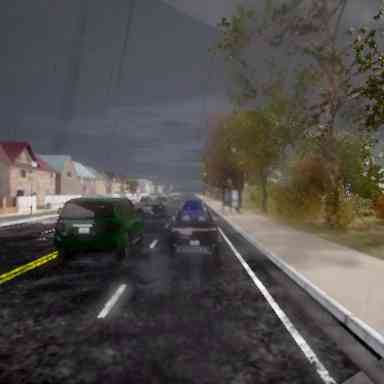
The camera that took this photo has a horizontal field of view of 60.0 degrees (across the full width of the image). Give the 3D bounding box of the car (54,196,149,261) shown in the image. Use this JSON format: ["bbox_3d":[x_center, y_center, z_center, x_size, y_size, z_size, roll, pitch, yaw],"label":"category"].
[{"bbox_3d":[-3.149,1.203,12.397,2.150,2.045,5.566,0,0,0],"label":"car"}]

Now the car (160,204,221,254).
[{"bbox_3d":[0.095,1.471,13.423,2.128,1.511,4.902,0,0,0],"label":"car"}]

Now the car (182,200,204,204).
[{"bbox_3d":[0.108,1.436,30.566,1.882,1.535,5.008,0,0,0],"label":"car"}]

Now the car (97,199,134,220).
[{"bbox_3d":[-6.588,1.452,29.144,2.128,1.511,4.902,0,0,0],"label":"car"}]

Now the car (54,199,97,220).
[{"bbox_3d":[-9.838,1.439,28.565,1.882,1.535,5.008,0,0,0],"label":"car"}]

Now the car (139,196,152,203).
[{"bbox_3d":[-9.729,1.458,69.615,1.994,1.385,4.181,0,0,0],"label":"car"}]

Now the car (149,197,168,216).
[{"bbox_3d":[-3.144,1.452,28.915,2.128,1.511,4.902,0,0,0],"label":"car"}]
